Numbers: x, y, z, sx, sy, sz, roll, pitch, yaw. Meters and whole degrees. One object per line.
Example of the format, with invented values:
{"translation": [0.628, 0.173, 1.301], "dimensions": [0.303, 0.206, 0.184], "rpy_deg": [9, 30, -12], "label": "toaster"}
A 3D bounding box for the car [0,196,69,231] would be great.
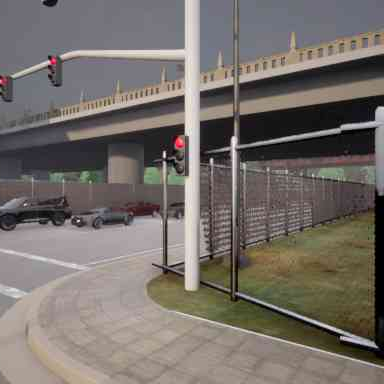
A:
{"translation": [-10.616, 1.277, 21.658], "dimensions": [2.150, 2.045, 5.566], "rpy_deg": [0, 0, 36], "label": "car"}

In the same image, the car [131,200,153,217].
{"translation": [-4.941, 1.533, 29.660], "dimensions": [1.882, 1.535, 5.008], "rpy_deg": [0, 0, 35], "label": "car"}

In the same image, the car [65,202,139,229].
{"translation": [-5.897, 1.619, 22.254], "dimensions": [1.994, 1.385, 4.181], "rpy_deg": [0, 0, 35], "label": "car"}
